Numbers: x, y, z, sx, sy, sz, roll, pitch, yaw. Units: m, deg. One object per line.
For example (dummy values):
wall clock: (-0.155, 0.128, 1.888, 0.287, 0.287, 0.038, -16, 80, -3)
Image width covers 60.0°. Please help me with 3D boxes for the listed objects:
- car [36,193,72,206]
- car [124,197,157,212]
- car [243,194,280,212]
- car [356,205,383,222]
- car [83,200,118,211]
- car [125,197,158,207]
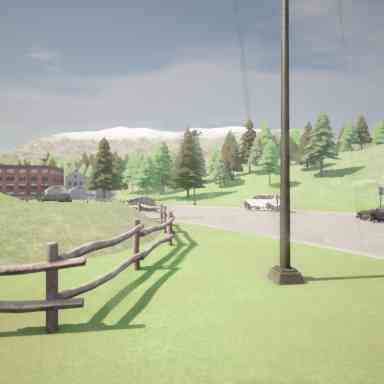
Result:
car: (-22.144, 1.221, 53.375, 5.566, 2.045, 2.150, 0, -1, 11)
car: (-6.043, 1.563, 38.594, 4.181, 1.385, 1.994, 0, 0, 37)
car: (8.571, 1.222, 39.363, 2.150, 2.045, 5.566, 0, 0, -40)
car: (14.525, 1.549, 23.638, 2.033, 1.411, 5.357, 0, 0, -28)
car: (-10.292, 1.563, 37.339, 4.181, 1.385, 1.994, 0, 0, 33)
car: (-7.967, 1.504, 52.151, 4.892, 1.490, 1.837, 0, -1, 28)
